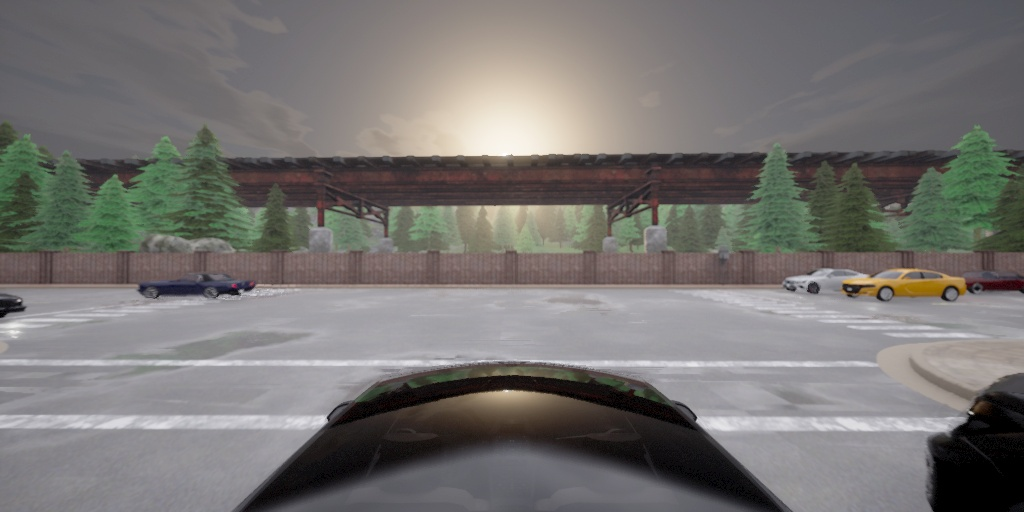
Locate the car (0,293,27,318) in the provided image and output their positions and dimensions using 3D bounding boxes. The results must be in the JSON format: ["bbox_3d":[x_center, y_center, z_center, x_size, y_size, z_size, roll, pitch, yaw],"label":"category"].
[{"bbox_3d":[-18.907,1.397,11.206,5.357,1.411,2.033,0,-1,0],"label":"car"}]

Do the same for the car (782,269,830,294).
[{"bbox_3d":[18.838,1.485,21.415,4.674,1.442,1.812,0,-1,1],"label":"car"}]

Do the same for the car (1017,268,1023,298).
[{"bbox_3d":[28.958,1.399,17.825,5.008,1.535,1.882,0,-1,1],"label":"car"}]

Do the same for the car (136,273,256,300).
[{"bbox_3d":[-16.196,1.528,18.502,4.718,1.301,1.895,0,-1,-1],"label":"car"}]

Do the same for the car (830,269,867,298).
[{"bbox_3d":[19.394,1.400,17.928,5.008,1.535,1.882,0,-1,1],"label":"car"}]

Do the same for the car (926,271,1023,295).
[{"bbox_3d":[28.099,1.559,21.334,4.718,1.301,1.895,0,-1,1],"label":"car"}]
